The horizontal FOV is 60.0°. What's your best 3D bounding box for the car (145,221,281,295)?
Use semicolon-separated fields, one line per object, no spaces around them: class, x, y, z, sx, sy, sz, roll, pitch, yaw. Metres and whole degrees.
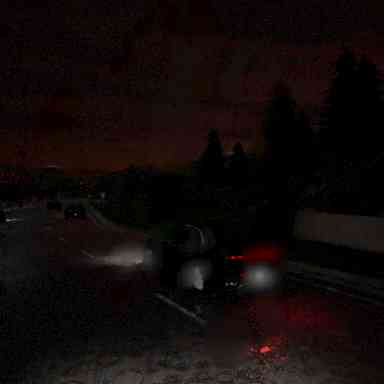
car;0.255;1.551;9.086;1.837;1.490;4.892;0;-1;-29

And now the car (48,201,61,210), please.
car;-22.677;2.212;55.146;1.882;1.535;5.008;-1;0;-18

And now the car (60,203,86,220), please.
car;-11.444;1.889;32.641;2.128;1.511;4.902;-1;0;-20

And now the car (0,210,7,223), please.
car;-17.553;2.057;29.035;1.994;1.385;4.181;-1;0;-20
